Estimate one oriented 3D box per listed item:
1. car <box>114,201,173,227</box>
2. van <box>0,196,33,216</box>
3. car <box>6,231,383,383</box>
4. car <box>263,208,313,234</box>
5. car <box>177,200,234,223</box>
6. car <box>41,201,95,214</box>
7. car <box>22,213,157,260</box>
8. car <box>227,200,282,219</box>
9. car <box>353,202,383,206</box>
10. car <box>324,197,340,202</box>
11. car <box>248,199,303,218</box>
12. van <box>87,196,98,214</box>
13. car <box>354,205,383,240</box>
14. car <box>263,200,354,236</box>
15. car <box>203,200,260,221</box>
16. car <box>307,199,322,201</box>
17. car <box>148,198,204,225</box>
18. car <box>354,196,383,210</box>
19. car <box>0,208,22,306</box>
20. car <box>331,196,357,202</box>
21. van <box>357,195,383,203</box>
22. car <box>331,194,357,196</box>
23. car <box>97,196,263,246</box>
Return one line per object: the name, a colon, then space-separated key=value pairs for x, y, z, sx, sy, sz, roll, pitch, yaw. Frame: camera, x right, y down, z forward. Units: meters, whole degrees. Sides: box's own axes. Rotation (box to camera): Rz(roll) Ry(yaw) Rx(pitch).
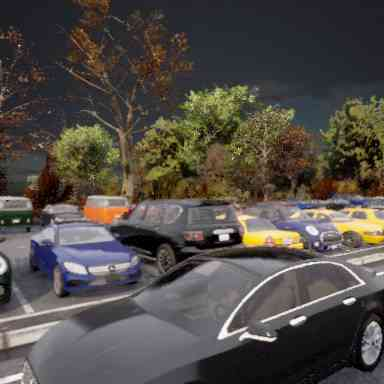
car: x=-3.615 y=1.497 z=23.915 sx=2.097 sy=1.535 sz=5.008 roll=0 pitch=0 yaw=-36
van: x=-10.468 y=1.255 z=19.148 sx=1.878 sy=1.987 sz=4.442 roll=0 pitch=0 yaw=-36
car: x=0.621 y=1.518 z=4.124 sx=4.892 sy=1.490 sz=1.837 roll=0 pitch=0 yaw=-35
car: x=1.455 y=1.489 z=12.309 sx=1.946 sy=1.575 sz=5.366 roll=0 pitch=0 yaw=-36
car: x=0.982 y=1.507 z=27.194 sx=2.097 sy=1.535 sz=5.008 roll=0 pitch=0 yaw=-36
car: x=-8.106 y=1.487 z=20.701 sx=2.231 sy=1.521 sz=4.892 roll=0 pitch=0 yaw=-36
car: x=-3.033 y=1.522 z=8.870 sx=2.002 sy=1.452 sz=4.674 roll=0 pitch=0 yaw=-36
car: x=5.654 y=1.548 z=30.582 sx=2.163 sy=1.488 sz=4.792 roll=0 pitch=0 yaw=-36
car: x=8.347 y=1.505 z=17.245 sx=1.946 sy=1.575 sz=5.366 roll=0 pitch=0 yaw=-36
car: x=12.561 y=1.535 z=35.488 sx=2.231 sy=1.521 sz=4.892 roll=0 pitch=0 yaw=-36
car: x=7.970 y=1.523 z=32.199 sx=2.097 sy=1.535 sz=5.008 roll=0 pitch=0 yaw=-36
van: x=-5.872 y=1.266 z=22.435 sx=1.878 sy=1.987 sz=4.442 roll=0 pitch=0 yaw=-36
car: x=6.266 y=1.500 z=15.298 sx=1.946 sy=1.575 sz=5.366 roll=0 pitch=0 yaw=-36
car: x=3.843 y=1.372 z=13.829 sx=2.185 sy=1.767 sz=4.553 roll=0 pitch=0 yaw=-36
car: x=3.272 y=1.513 z=28.846 sx=2.097 sy=1.535 sz=5.008 roll=0 pitch=0 yaw=-36
car: x=10.266 y=1.529 z=33.843 sx=2.097 sy=1.535 sz=5.008 roll=0 pitch=0 yaw=-36
car: x=-1.334 y=1.376 z=25.580 sx=2.185 sy=1.767 sz=4.553 roll=0 pitch=0 yaw=-36
car: x=24.079 y=1.413 z=43.669 sx=2.185 sy=1.767 sz=4.553 roll=1 pitch=-1 yaw=-36
car: x=-5.347 y=1.351 z=7.248 sx=2.185 sy=1.767 sz=4.553 roll=0 pitch=0 yaw=-36
car: x=17.144 y=1.543 z=38.788 sx=2.231 sy=1.521 sz=4.892 roll=0 pitch=0 yaw=-36
van: x=12.982 y=1.293 z=20.479 sx=1.878 sy=1.987 sz=4.442 roll=0 pitch=0 yaw=-36
car: x=19.359 y=1.293 z=40.332 sx=2.435 sy=2.045 sz=5.566 roll=0 pitch=0 yaw=-36
car: x=-0.750 y=1.236 z=10.536 sx=2.435 sy=2.045 sz=5.566 roll=0 pitch=0 yaw=-36
